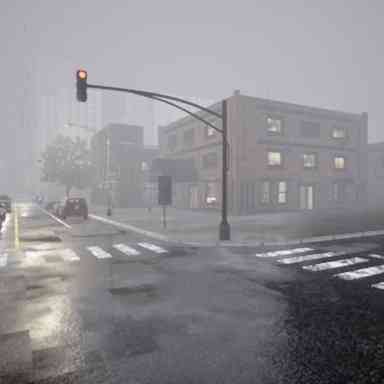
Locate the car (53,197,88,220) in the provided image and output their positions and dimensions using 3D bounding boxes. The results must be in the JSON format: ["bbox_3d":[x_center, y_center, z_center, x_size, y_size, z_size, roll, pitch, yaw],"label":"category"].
[{"bbox_3d":[-10.101,1.318,28.090,2.192,1.841,5.009,0,0,-28],"label":"car"}]

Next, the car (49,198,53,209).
[{"bbox_3d":[-12.694,1.571,32.970,1.947,1.339,4.313,0,0,-28],"label":"car"}]

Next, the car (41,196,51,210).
[{"bbox_3d":[-17.879,1.577,42.729,1.947,1.339,4.313,0,0,-28],"label":"car"}]

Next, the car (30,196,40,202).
[{"bbox_3d":[-38.618,1.637,81.764,1.947,1.339,4.313,0,0,-28],"label":"car"}]

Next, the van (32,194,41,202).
[{"bbox_3d":[-30.841,1.384,67.126,1.690,1.788,3.998,0,0,-28],"label":"van"}]

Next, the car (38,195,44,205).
[{"bbox_3d":[-20.472,1.567,47.608,2.008,1.369,4.403,0,0,-28],"label":"car"}]

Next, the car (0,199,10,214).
[{"bbox_3d":[-15.602,1.525,26.170,1.812,1.442,4.674,0,0,-28],"label":"car"}]

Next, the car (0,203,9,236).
[{"bbox_3d":[-11.192,1.544,17.818,2.033,1.411,5.357,0,0,-28],"label":"car"}]

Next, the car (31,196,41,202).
[{"bbox_3d":[-36.025,1.644,76.884,1.802,1.307,4.206,0,0,-28],"label":"car"}]

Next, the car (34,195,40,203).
[{"bbox_3d":[-25.656,1.610,57.366,1.802,1.307,4.206,0,0,-28],"label":"car"}]

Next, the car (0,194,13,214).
[{"bbox_3d":[-20.518,1.226,35.567,2.150,2.045,5.566,0,0,-28],"label":"car"}]
